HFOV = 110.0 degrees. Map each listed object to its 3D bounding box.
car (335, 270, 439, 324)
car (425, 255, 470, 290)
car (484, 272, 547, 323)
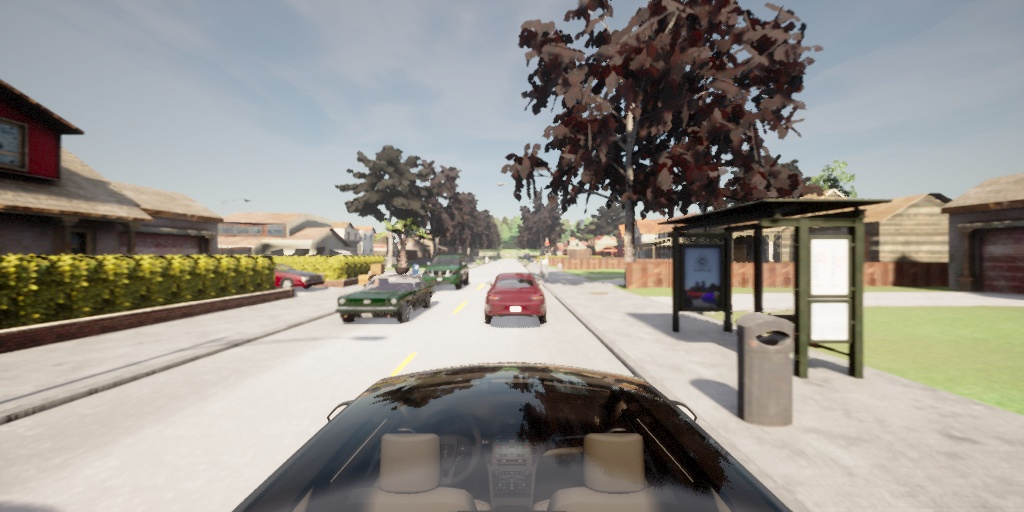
[{"bbox_3d":[-4.004,1.337,12.129,1.895,1.301,4.718,0,0,0],"label":"car"},{"bbox_3d":[-4.009,0.944,22.713,2.150,2.045,5.566,0,0,0],"label":"car"},{"bbox_3d":[0.100,1.262,11.944,1.812,1.442,4.674,0,0,0],"label":"car"}]
